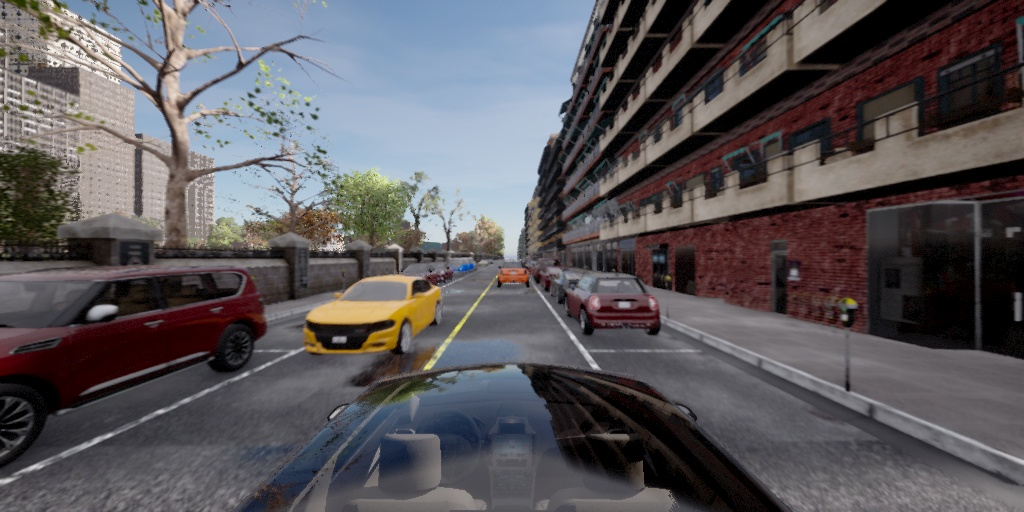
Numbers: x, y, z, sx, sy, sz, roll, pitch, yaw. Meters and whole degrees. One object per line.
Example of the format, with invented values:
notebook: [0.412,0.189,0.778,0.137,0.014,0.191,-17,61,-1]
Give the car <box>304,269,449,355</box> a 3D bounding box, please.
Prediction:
car: [-3.050,1.232,8.880,1.882,1.535,5.008,0,0,1]

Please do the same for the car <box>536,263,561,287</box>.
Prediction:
car: [2.688,1.311,21.771,1.888,1.381,4.507,0,0,0]

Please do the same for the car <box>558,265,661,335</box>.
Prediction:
car: [2.690,1.195,10.512,1.967,1.591,4.097,0,0,0]

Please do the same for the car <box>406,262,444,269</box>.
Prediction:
car: [-5.692,1.205,21.771,1.967,1.591,4.097,0,0,0]

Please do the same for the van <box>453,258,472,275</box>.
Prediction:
van: [-5.695,1.126,38.661,1.690,1.789,3.998,0,0,0]

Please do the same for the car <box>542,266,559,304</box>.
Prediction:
car: [2.689,1.311,16.142,2.007,1.370,4.403,0,0,0]

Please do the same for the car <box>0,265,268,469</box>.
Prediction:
car: [-5.690,1.066,4.880,2.192,1.841,5.009,0,0,0]

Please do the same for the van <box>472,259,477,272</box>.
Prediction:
van: [-5.695,1.136,44.290,1.690,1.789,3.998,0,0,0]

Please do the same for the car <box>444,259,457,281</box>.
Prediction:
car: [-5.693,1.211,27.400,1.967,1.591,4.097,0,0,0]

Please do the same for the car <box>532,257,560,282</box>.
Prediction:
car: [2.688,1.086,27.401,2.192,1.841,5.009,0,0,0]

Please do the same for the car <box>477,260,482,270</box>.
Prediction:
car: [-5.696,1.356,49.920,2.007,1.370,4.403,0,0,0]

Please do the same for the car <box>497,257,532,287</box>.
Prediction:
car: [0.095,1.120,25.107,2.097,1.767,4.553,0,0,0]
